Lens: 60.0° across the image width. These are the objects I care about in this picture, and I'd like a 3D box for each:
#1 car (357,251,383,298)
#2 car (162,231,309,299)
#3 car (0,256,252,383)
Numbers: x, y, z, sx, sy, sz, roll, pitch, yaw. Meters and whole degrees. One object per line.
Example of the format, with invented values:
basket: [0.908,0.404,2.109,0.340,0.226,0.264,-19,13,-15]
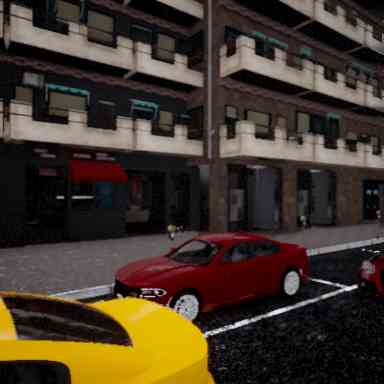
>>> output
car: [5.532,1.574,7.399,4.181,1.385,1.994,0,0,-36]
car: [0.596,1.563,7.007,4.507,1.381,1.887,0,0,-36]
car: [-2.142,1.488,1.816,5.008,1.535,1.882,0,0,-36]
